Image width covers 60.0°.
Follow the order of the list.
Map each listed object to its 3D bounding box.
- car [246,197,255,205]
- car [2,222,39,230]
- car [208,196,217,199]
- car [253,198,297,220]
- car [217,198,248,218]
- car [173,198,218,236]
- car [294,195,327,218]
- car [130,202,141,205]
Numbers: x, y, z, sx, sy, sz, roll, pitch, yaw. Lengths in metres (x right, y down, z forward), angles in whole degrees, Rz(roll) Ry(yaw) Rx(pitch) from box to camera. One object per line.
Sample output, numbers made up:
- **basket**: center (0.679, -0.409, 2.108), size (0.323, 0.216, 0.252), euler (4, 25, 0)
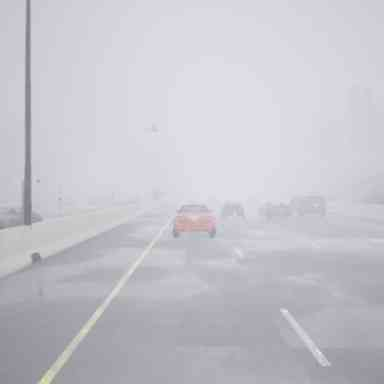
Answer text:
- **car**: center (10.618, 1.611, 60.646), size (2.128, 1.511, 4.902), euler (0, 0, 0)
- **car**: center (-10.582, 1.601, 19.731), size (1.994, 1.385, 4.181), euler (0, 0, 0)
- **car**: center (3.617, 1.470, 60.937), size (2.097, 1.767, 4.553), euler (0, 0, 0)
- **car**: center (7.107, 1.548, 29.042), size (2.128, 1.511, 4.902), euler (0, 0, 0)
- **car**: center (3.610, 1.565, 30.470), size (1.837, 1.490, 4.892), euler (0, 0, 0)
- **car**: center (0.106, 1.388, 18.631), size (2.097, 1.767, 4.553), euler (0, 0, 0)
- **car**: center (10.608, 1.284, 31.055), size (2.150, 2.045, 5.566), euler (0, 0, 0)
- **car**: center (-10.495, 1.670, 60.103), size (1.994, 1.385, 4.181), euler (0, 0, 0)
